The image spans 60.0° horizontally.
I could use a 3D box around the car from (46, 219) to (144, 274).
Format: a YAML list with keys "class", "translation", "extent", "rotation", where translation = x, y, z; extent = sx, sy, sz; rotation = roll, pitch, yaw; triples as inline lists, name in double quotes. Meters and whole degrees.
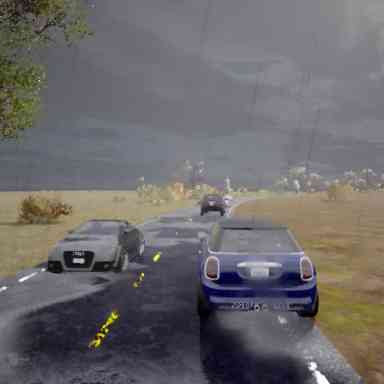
- class: "car"
  translation: [-2.792, 1.559, 10.440]
  extent: [1.994, 1.385, 4.181]
  rotation: [0, 0, 3]

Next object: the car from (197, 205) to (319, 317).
- class: "car"
  translation: [1.191, 1.348, 7.624]
  extent: [2.097, 1.767, 4.553]
  rotation: [0, 0, 2]

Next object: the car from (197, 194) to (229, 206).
- class: "car"
  translation: [2.174, 1.199, 32.856]
  extent: [2.150, 2.045, 5.566]
  rotation: [0, 0, 8]

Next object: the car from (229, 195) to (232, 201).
- class: "car"
  translation: [4.094, 1.484, 46.186]
  extent: [1.812, 1.442, 4.674]
  rotation: [0, 0, 11]

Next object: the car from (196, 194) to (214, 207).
- class: "car"
  translation: [2.158, 1.301, 52.736]
  extent: [2.097, 1.767, 4.553]
  rotation: [0, 0, 11]
